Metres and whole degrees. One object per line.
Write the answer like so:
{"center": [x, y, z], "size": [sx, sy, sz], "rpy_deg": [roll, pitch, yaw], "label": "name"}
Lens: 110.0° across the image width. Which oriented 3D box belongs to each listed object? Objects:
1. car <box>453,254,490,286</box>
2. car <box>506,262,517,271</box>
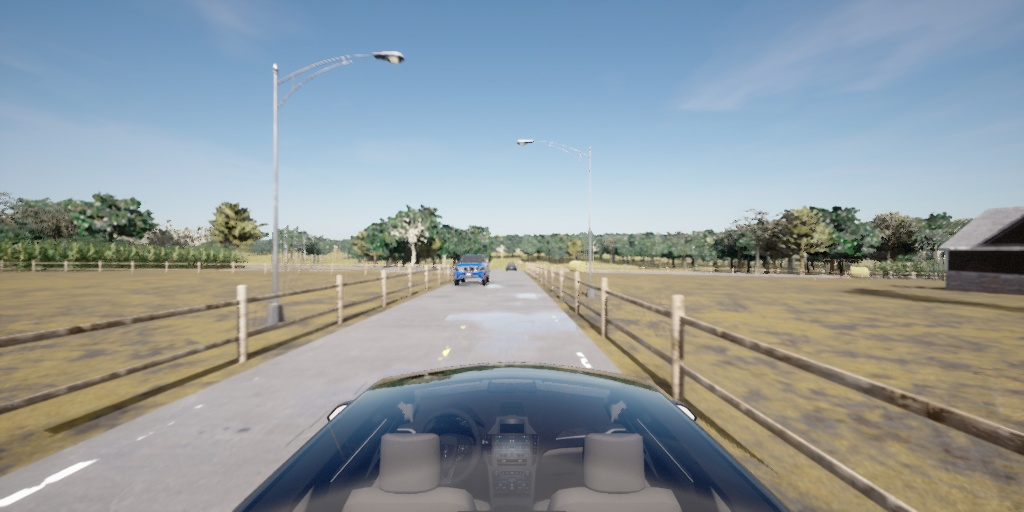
{"center": [-2.780, 0.858, 25.754], "size": [2.150, 2.045, 5.566], "rpy_deg": [0, 0, 0], "label": "car"}
{"center": [-0.082, 2.008, 63.792], "size": [1.994, 1.385, 4.181], "rpy_deg": [0, -1, 0], "label": "car"}
